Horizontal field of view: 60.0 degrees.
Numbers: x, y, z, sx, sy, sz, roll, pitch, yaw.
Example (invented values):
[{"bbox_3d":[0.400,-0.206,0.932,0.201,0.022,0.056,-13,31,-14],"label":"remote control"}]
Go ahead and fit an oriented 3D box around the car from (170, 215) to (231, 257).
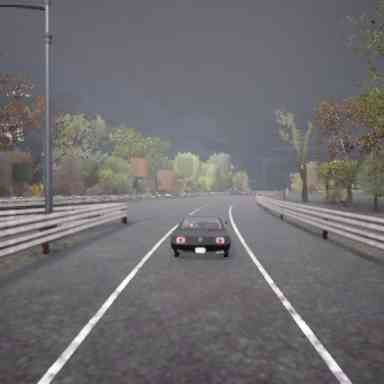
[{"bbox_3d":[0.397,1.488,12.426,1.895,1.301,4.718,0,1,4],"label":"car"}]
